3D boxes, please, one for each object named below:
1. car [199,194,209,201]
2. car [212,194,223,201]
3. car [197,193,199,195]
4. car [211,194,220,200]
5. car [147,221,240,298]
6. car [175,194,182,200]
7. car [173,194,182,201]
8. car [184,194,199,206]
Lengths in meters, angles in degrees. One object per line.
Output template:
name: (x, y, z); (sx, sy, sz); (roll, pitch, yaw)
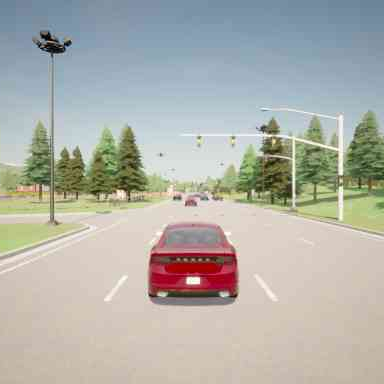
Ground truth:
car: (3.230, 1.516, 84.229); (1.812, 1.442, 4.674); (0, 0, 0)
car: (6.732, 1.516, 83.824); (2.128, 1.511, 4.902); (0, 0, 0)
car: (3.198, 1.357, 94.232); (2.128, 1.511, 4.902); (0, 0, 0)
car: (6.698, 1.372, 94.244); (2.033, 1.411, 5.357); (0, 0, 0)
car: (0.036, 1.478, 8.586); (1.882, 1.535, 5.008); (0, 0, 0)
car: (-3.802, 1.310, 94.210); (1.882, 1.535, 5.008); (0, 0, 0)
car: (-3.768, 1.469, 83.790); (1.882, 1.535, 5.008); (0, 0, 0)
car: (-0.170, 1.525, 53.188); (1.812, 1.442, 4.674); (0, 0, 0)
